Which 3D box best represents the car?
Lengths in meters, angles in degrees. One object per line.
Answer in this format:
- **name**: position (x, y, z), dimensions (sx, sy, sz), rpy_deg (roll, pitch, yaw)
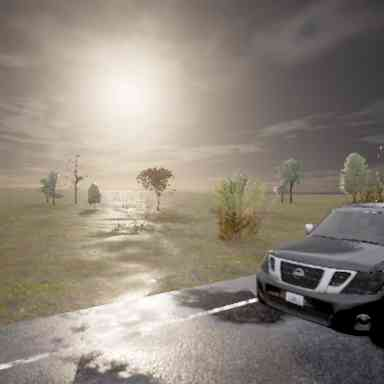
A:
- **car**: position (3.774, 1.235, 6.541), dimensions (5.566, 2.045, 2.150), rpy_deg (0, 0, -35)
